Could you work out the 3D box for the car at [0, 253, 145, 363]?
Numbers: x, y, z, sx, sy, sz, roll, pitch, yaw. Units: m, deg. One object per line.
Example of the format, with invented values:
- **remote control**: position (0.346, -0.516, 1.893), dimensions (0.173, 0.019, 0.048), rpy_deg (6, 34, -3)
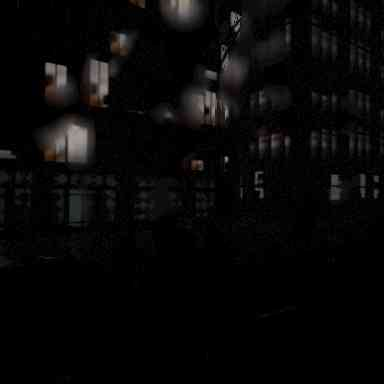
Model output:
- **car**: position (-2.699, 1.583, 4.626), dimensions (4.206, 1.307, 1.802), rpy_deg (0, 1, -36)
